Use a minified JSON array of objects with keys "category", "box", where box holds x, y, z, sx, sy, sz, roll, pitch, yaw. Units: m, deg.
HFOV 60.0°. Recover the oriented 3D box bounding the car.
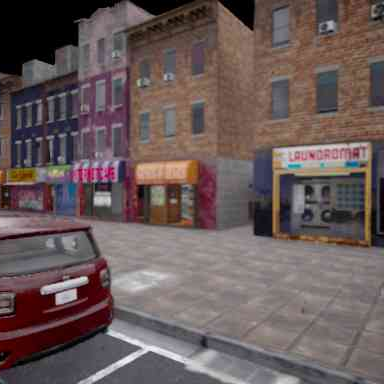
[{"category":"car","box":[-3.397,1.269,5.232,5.009,1.841,2.192,1,0,35]}]
